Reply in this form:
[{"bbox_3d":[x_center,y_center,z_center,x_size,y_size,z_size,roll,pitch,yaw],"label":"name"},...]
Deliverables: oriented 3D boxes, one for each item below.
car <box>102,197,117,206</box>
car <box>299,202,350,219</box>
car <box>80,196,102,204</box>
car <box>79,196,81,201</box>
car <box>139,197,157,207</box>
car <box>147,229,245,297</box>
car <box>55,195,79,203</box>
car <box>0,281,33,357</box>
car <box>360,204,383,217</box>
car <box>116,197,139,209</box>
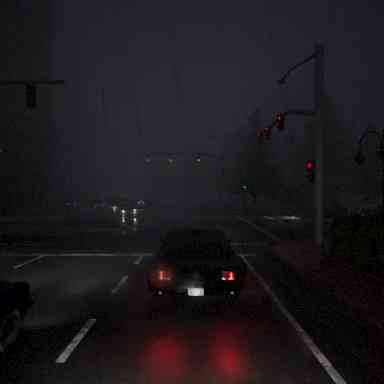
[{"bbox_3d":[-12.545,1.477,53.909,1.882,1.535,5.008,0,0,-31],"label":"car"},{"bbox_3d":[11.726,1.619,29.552,4.181,1.385,1.994,0,0,1],"label":"car"},{"bbox_3d":[-18.194,1.600,61.448,1.895,1.301,4.718,0,0,-44],"label":"car"},{"bbox_3d":[-25.247,1.500,71.546,4.892,1.490,1.837,0,0,27],"label":"car"},{"bbox_3d":[-7.051,1.547,51.540,2.033,1.411,5.357,0,0,-24],"label":"car"},{"bbox_3d":[0.092,1.601,8.513,1.895,1.301,4.718,0,0,0],"label":"car"},{"bbox_3d":[-25.991,1.524,67.947,4.674,1.442,1.812,0,0,31],"label":"car"},{"bbox_3d":[-3.427,1.601,3.089,1.895,1.301,4.718,0,0,0],"label":"car"},{"bbox_3d":[15.764,1.560,26.009,4.892,1.490,1.837,0,0,0],"label":"car"},{"bbox_3d":[-8.888,1.525,45.528,1.812,1.442,4.674,0,0,-18],"label":"car"}]
